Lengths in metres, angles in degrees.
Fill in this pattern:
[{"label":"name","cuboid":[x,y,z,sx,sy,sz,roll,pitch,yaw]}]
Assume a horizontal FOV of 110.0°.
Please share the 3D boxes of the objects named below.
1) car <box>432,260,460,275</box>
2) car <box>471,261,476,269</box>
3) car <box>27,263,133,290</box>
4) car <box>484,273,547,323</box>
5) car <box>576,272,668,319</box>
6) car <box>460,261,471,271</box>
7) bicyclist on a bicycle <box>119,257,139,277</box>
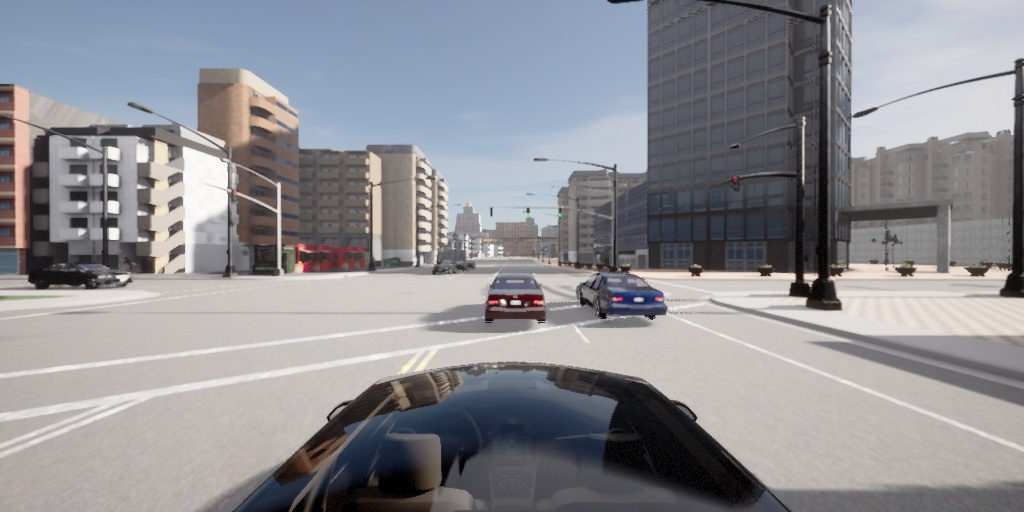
[{"label":"car","cuboid":[-7.071,1.183,37.747,1.837,1.490,4.892,0,0,0]},{"label":"car","cuboid":[-7.027,1.420,58.012,1.895,1.301,4.718,0,0,1]},{"label":"car","cuboid":[-25.428,1.163,21.238,4.902,1.511,2.128,0,0,1]},{"label":"car","cuboid":[0.098,1.276,12.039,2.033,1.411,5.357,0,0,0]},{"label":"car","cuboid":[3.599,1.273,12.700,2.033,1.411,5.357,0,0,0]},{"label":"car","cuboid":[-7.060,1.335,47.832,1.895,1.301,4.718,0,0,0]},{"label":"bicyclist on a bicycle","cuboid":[-30.777,0.927,28.756,0.582,1.620,1.656,0,0,0]}]
